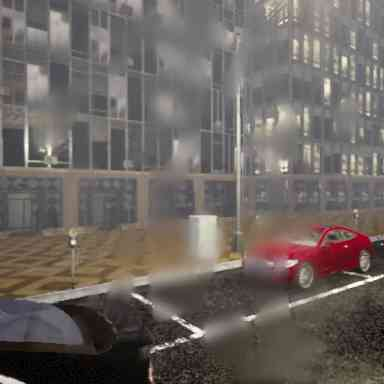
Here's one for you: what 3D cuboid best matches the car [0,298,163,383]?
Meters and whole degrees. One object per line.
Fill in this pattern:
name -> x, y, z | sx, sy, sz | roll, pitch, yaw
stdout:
car -> -2.454, 1.501, 1.628 | 4.902, 1.511, 2.128 | -1, 0, -35

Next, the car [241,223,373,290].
car -> 3.203, 1.521, 8.836 | 4.206, 1.307, 1.802 | -1, 1, -35
